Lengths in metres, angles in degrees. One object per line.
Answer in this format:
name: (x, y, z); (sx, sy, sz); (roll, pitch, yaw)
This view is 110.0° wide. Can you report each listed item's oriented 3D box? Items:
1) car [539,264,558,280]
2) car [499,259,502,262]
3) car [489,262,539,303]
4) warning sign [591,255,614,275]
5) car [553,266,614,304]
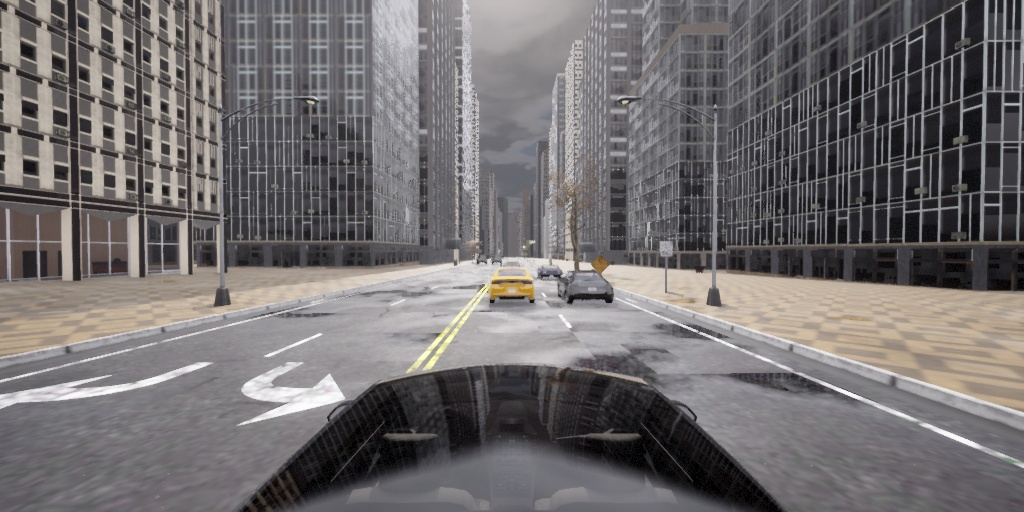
car: (3.250, 1.358, 31.534); (1.895, 1.301, 4.718); (0, 0, 0)
car: (0.000, 1.258, 31.503); (1.837, 1.490, 4.892); (0, 0, 0)
car: (0.000, 1.231, 16.502); (1.882, 1.535, 5.008); (0, 0, 0)
warning sign: (6.100, 0.858, 24.875); (1.300, 1.860, 1.060); (0, 0, 0)
car: (3.251, 1.319, 16.502); (1.994, 1.385, 4.181); (0, 0, 0)
